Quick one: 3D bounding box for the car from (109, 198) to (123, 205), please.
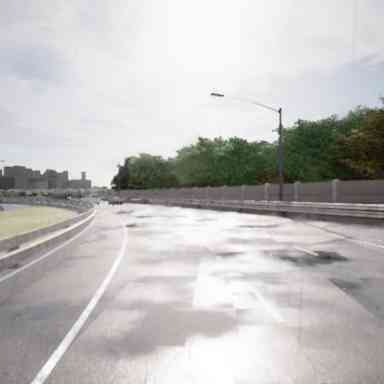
[{"bbox_3d":[-15.232,1.830,66.460,1.994,1.385,4.181,0,0,-29],"label":"car"}]

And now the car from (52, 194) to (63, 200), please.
[{"bbox_3d":[-34.190,1.651,84.223,5.566,2.045,2.150,0,0,37],"label":"car"}]

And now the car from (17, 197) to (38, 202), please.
[{"bbox_3d":[-39.996,1.985,79.899,5.357,1.411,2.033,0,0,37],"label":"car"}]

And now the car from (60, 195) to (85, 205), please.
[{"bbox_3d":[-22.797,1.852,63.336,2.033,1.411,5.357,0,0,-39],"label":"car"}]

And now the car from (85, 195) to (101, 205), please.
[{"bbox_3d":[-19.807,1.517,65.089,2.150,2.045,5.566,0,0,-39],"label":"car"}]

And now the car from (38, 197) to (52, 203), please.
[{"bbox_3d":[-37.407,1.990,82.306,4.181,1.385,1.994,0,0,37],"label":"car"}]
